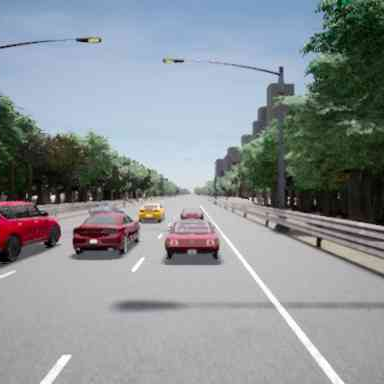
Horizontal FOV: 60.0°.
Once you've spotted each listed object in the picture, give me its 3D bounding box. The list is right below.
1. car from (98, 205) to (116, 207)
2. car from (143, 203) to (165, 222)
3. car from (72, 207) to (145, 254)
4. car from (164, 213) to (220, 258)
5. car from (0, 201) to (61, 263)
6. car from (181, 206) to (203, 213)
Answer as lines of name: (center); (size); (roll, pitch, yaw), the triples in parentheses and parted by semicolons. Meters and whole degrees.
car: (-6.976, 1.805, 27.527); (2.033, 1.411, 5.357); (0, 0, 0)
car: (-3.455, 1.750, 29.262); (1.882, 1.535, 5.008); (0, 0, 1)
car: (-3.462, 1.615, 14.242); (1.882, 1.535, 5.008); (0, 0, 1)
car: (0.027, 1.730, 13.261); (1.895, 1.301, 4.718); (0, -1, 0)
car: (-6.983, 1.347, 12.583); (2.150, 2.045, 5.566); (0, 0, 0)
car: (0.033, 1.865, 28.251); (1.895, 1.301, 4.718); (0, 0, 0)
